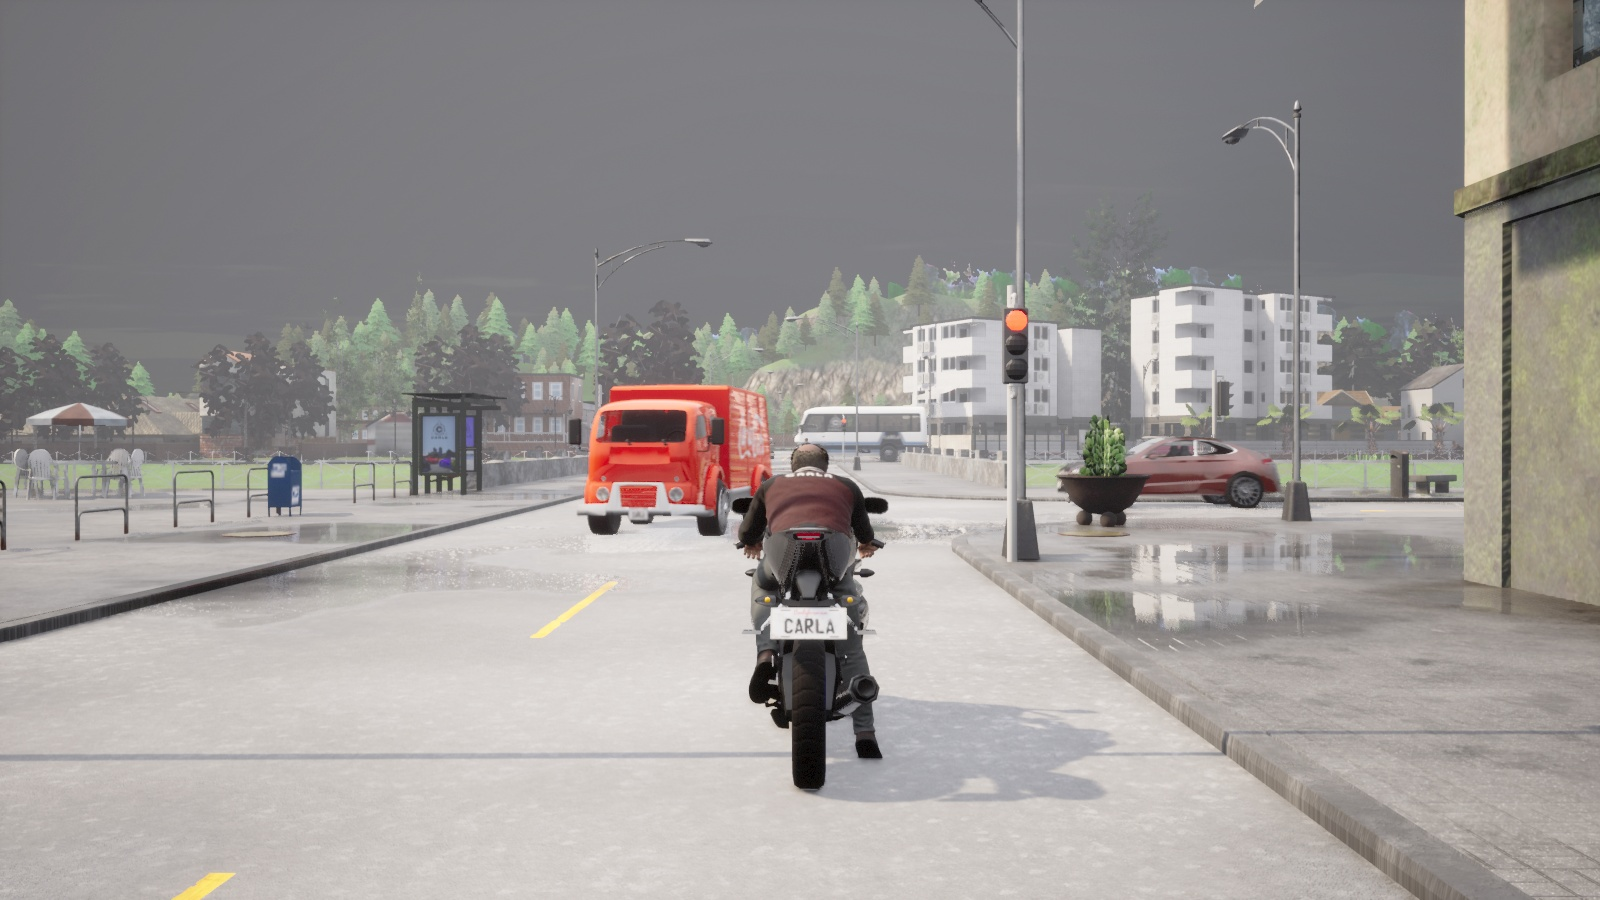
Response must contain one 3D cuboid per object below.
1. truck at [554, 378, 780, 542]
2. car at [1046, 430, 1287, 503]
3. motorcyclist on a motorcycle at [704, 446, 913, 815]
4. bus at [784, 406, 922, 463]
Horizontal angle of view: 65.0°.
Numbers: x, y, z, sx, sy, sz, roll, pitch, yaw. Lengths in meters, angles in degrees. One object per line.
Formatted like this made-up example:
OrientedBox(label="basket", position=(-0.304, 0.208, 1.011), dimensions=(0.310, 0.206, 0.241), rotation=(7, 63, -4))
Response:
OrientedBox(label="truck", position=(-2.075, 0.136, 21.617), dimensions=(2.627, 2.467, 5.204), rotation=(0, 0, 9))
OrientedBox(label="car", position=(8.488, 0.366, 29.425), dimensions=(5.027, 1.651, 2.152), rotation=(0, 0, 1))
OrientedBox(label="motorcyclist on a motorcycle", position=(0.047, 0.746, 6.323), dimensions=(0.866, 1.530, 2.191), rotation=(0, 0, 1))
OrientedBox(label="bus", position=(4.088, -1.167, 95.717), dimensions=(10.273, 4.253, 3.944), rotation=(0, 0, 5))
